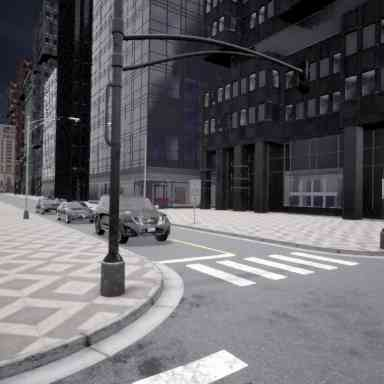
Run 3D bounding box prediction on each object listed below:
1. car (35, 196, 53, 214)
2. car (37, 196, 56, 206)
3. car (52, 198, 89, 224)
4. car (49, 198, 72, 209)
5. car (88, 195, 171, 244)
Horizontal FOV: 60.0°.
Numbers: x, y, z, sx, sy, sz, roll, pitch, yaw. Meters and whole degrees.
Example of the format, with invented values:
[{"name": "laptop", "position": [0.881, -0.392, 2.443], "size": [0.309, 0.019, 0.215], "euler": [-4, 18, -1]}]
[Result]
[{"name": "car", "position": [-14.330, 1.427, 33.142], "size": [2.033, 1.411, 5.357], "euler": [2, -1, -33]}, {"name": "car", "position": [-22.624, 1.352, 51.640], "size": [1.837, 1.490, 4.892], "euler": [2, 0, -33]}, {"name": "car", "position": [-8.579, 1.418, 24.356], "size": [1.837, 1.490, 4.892], "euler": [2, -1, -33]}, {"name": "car", "position": [-17.182, 1.468, 43.313], "size": [1.994, 1.385, 4.181], "euler": [1, -1, -33]}, {"name": "car", "position": [-3.037, 1.161, 15.919], "size": [2.150, 2.045, 5.566], "euler": [1, -1, -31]}]
